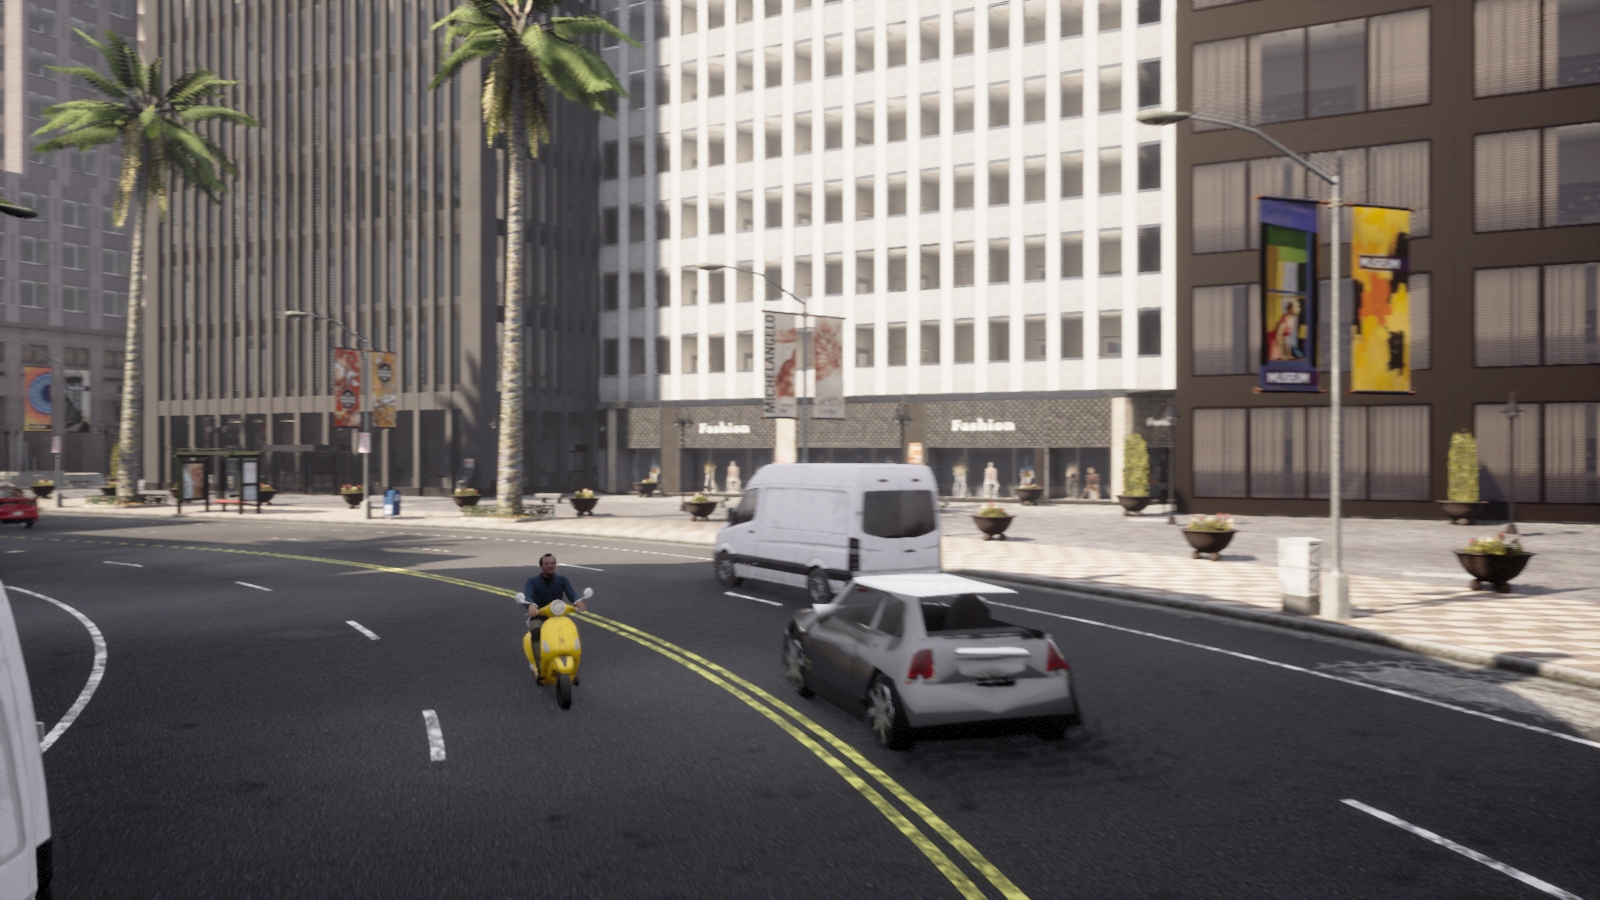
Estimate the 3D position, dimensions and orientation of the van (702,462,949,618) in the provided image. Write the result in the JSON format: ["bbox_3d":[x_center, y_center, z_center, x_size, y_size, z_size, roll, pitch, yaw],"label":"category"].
[{"bbox_3d":[0.267,1.534,22.167,1.988,2.561,5.915,0,0,-30],"label":"van"}]

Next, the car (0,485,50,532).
[{"bbox_3d":[-29.506,2.071,41.054,5.006,1.535,2.097,0,0,28],"label":"car"}]

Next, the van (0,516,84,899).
[{"bbox_3d":[-3.535,1.539,1.508,1.988,2.561,5.915,0,0,-6],"label":"van"}]

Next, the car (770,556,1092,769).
[{"bbox_3d":[1.183,2.063,12.144,1.970,1.475,3.806,0,0,-19],"label":"car"}]
